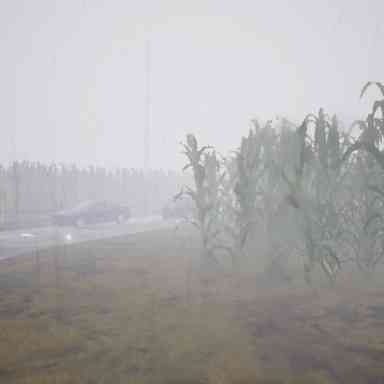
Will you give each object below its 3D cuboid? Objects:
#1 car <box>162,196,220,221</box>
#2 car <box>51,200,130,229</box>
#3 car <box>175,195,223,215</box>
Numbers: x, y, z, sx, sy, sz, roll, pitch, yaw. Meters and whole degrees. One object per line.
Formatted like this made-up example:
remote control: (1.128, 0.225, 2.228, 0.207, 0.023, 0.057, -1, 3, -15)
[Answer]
car: (-0.035, 1.037, 23.657, 2.097, 1.767, 4.553, 0, 1, 36)
car: (-6.001, 1.261, 20.181, 1.882, 1.535, 5.008, 0, 1, 35)
car: (0.725, 1.114, 29.626, 1.837, 1.490, 4.892, 0, 1, 36)
